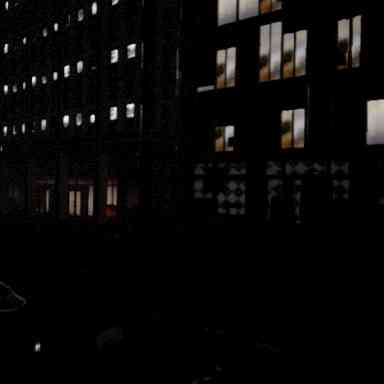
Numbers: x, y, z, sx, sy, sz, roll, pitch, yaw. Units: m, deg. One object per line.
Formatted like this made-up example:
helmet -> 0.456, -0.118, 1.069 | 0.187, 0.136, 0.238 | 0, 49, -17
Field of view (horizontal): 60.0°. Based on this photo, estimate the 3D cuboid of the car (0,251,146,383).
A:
car -> -2.550, 1.531, 4.678 | 4.313, 1.339, 1.947 | 1, 1, 35
